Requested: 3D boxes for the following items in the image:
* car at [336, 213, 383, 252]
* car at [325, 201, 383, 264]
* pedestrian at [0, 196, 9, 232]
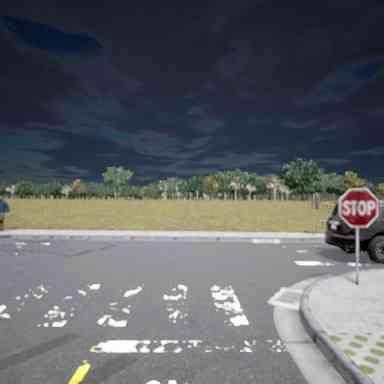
[{"bbox_3d":[9.269,1.699,14.225,5.357,1.411,2.033,1,0,0],"label":"car"},{"bbox_3d":[7.640,1.336,11.826,5.566,2.045,2.150,0,-1,-4],"label":"car"},{"bbox_3d":[-9.737,1.077,16.975,0.375,1.860,0.375,0,-1,0],"label":"pedestrian"}]
